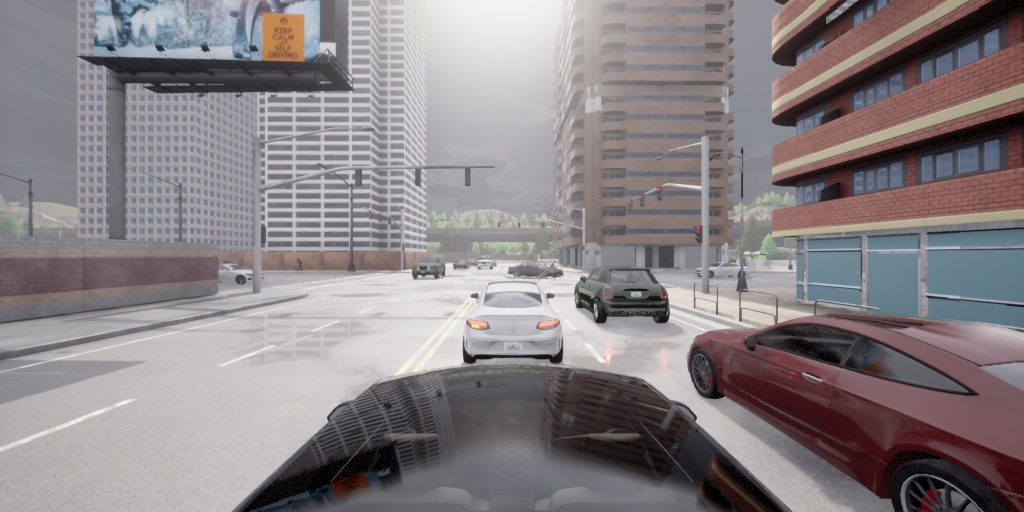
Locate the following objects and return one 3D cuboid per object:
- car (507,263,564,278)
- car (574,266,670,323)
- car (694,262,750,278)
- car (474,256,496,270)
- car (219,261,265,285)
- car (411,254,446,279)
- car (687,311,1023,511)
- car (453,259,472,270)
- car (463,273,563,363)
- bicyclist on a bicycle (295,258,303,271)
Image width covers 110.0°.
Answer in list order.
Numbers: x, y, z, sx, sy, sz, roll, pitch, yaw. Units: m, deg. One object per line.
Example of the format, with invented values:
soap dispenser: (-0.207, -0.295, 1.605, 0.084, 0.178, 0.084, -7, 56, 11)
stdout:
car: (1.991, 1.297, 32.333, 5.357, 1.411, 2.033, 0, 0, 41)
car: (3.494, 1.102, 12.236, 2.097, 1.767, 4.553, 0, 0, 0)
car: (19.372, 1.276, 33.106, 4.674, 1.442, 1.812, 0, 0, 0)
car: (-4.050, 0.971, 54.025, 2.150, 2.045, 5.566, 0, 0, -1)
car: (-20.454, 1.276, 25.825, 4.674, 1.442, 1.812, 0, 0, 0)
car: (-7.356, 0.972, 32.287, 2.150, 2.045, 5.566, 0, 0, 0)
car: (3.579, 1.276, 3.518, 1.812, 1.442, 4.674, 0, 0, 0)
car: (-7.526, 1.228, 53.153, 1.882, 1.535, 5.008, 0, 0, 0)
car: (0.014, 1.276, 8.019, 1.812, 1.442, 4.674, 0, 0, 0)
bicyclist on a bicycle: (-25.994, 1.051, 43.769, 0.582, 1.620, 1.656, 0, 0, 0)
